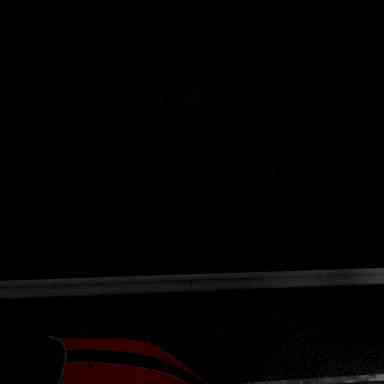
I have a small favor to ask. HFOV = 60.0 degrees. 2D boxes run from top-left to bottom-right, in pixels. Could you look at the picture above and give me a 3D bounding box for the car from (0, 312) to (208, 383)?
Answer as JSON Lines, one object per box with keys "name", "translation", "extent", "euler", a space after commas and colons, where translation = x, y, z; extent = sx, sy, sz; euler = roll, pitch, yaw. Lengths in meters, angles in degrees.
{"name": "car", "translation": [-1.885, 1.352, 1.629], "extent": [4.553, 1.767, 2.097], "euler": [0, 0, -6]}
